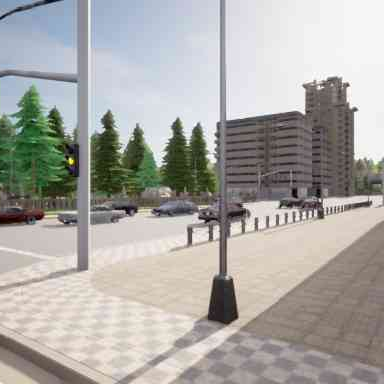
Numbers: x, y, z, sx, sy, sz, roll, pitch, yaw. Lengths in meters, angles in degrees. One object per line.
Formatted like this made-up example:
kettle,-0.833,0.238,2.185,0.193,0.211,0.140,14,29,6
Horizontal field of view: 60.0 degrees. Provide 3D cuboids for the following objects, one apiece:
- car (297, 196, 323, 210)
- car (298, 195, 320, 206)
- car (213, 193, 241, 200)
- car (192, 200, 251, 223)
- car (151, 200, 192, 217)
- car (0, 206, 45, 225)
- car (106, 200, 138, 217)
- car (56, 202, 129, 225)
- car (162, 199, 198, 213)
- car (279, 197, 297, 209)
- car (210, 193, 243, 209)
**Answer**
car,15.647,1.525,43.276,1.812,1.442,4.674,0,0,35
car,19.073,1.352,54.098,2.097,1.767,4.553,0,0,35
car,4.304,1.352,39.699,2.097,1.767,4.553,0,0,36
car,2.533,1.547,24.826,2.033,1.411,5.357,0,0,35
car,-1.502,1.547,31.563,2.033,1.411,5.357,0,0,36
car,-12.527,1.600,22.200,1.895,1.301,4.718,0,0,37
car,-7.044,1.477,29.821,1.882,1.535,5.008,0,0,36
car,-7.103,1.600,23.703,1.895,1.301,4.718,0,0,35
car,-1.298,1.563,37.891,1.994,1.385,4.181,0,0,35
car,13.772,1.505,46.648,1.837,1.490,4.892,0,0,35
car,4.951,1.221,46.594,2.150,2.045,5.566,0,0,36
